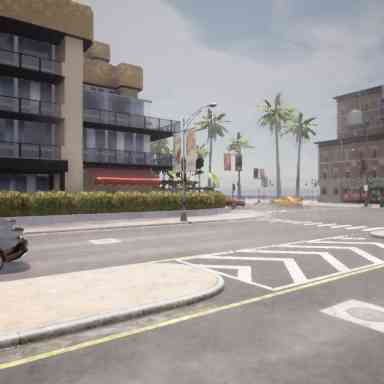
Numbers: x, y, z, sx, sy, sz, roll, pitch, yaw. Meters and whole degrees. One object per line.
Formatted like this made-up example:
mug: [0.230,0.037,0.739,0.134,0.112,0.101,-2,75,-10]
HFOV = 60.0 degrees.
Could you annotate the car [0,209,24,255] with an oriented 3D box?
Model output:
car: [-8.861,1.492,11.800,4.902,1.511,2.128,0,0,-35]

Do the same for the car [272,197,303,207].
car: [14.689,1.477,51.489,1.882,1.535,5.008,0,0,-35]

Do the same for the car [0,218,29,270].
car: [-7.050,1.491,8.795,4.902,1.511,2.128,0,0,-36]

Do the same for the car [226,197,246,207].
car: [6.106,1.478,51.220,1.882,1.535,5.008,0,0,-35]
